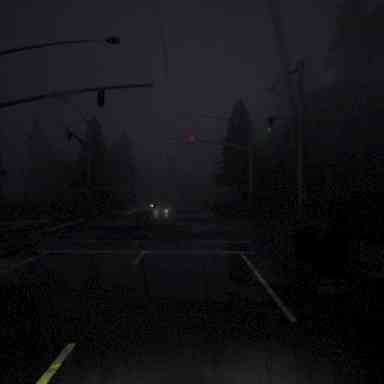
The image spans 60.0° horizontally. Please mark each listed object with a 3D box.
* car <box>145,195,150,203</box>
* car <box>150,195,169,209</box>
[{"bbox_3d":[-7.032,1.198,58.554,2.128,1.511,4.902,0,0,-19],"label":"car"},{"bbox_3d":[-3.845,1.336,42.231,2.033,1.411,5.357,0,0,-3],"label":"car"}]
